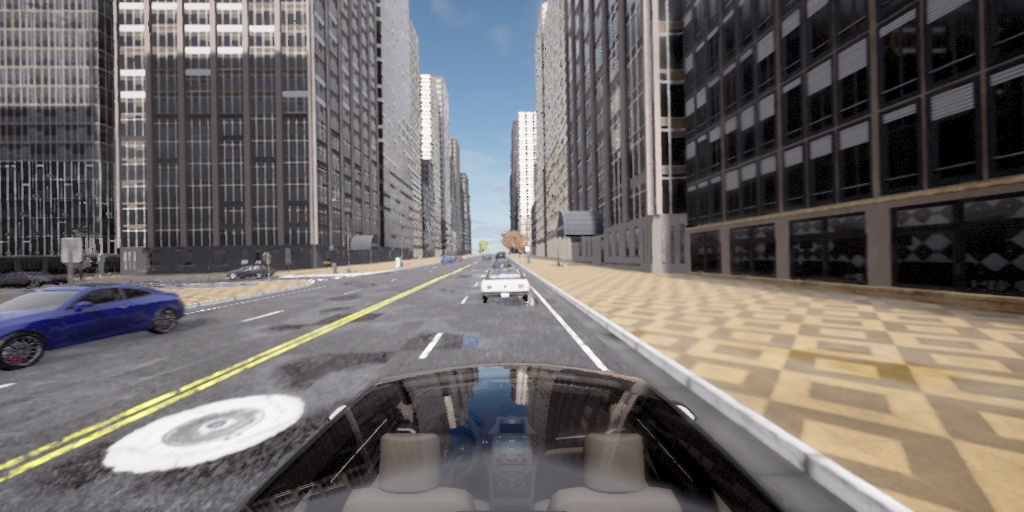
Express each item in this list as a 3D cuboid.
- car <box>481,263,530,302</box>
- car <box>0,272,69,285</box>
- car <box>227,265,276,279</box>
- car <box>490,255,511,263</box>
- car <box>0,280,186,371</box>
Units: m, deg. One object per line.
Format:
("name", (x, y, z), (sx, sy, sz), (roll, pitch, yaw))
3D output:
("car", (-0.316, 1.175, 15.850), (1.895, 1.301, 4.718), (-1, 1, -2))
("car", (-40.922, 2.025, 30.301), (5.357, 1.411, 2.033), (-2, 0, -2))
("car", (-26.719, 1.629, 36.832), (4.403, 1.370, 2.007), (0, 0, -3))
("car", (-1.030, 0.875, 38.323), (1.994, 1.385, 4.181), (-2, 1, -2))
("car", (-9.994, 1.381, 8.145), (1.812, 1.442, 4.674), (-1, 1, -2))
